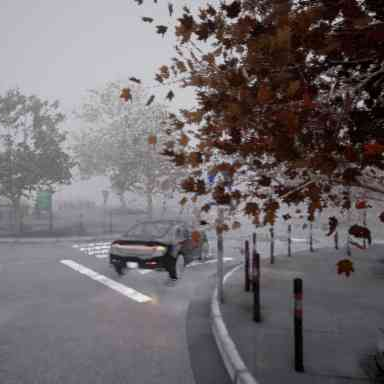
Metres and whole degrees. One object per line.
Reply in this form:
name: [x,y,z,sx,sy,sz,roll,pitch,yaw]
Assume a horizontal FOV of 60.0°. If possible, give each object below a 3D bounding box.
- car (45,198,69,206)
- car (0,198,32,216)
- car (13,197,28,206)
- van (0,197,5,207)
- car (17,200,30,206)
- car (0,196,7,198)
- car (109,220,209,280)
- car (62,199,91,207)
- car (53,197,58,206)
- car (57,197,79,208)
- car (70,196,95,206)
car: [-30.675,2.271,75.519,4.553,1.767,2.185,1,-2,-39]
car: [-18.552,1.686,34.994,2.128,1.511,4.902,0,0,-3]
car: [-37.463,2.073,72.537,2.097,1.767,4.553,1,-2,-39]
van: [-42.316,2.166,70.609,4.442,1.987,1.878,1,-2,-39]
car: [-42.582,2.806,83.917,1.994,1.385,4.181,1,-3,-39]
car: [-31.835,1.692,57.698,5.566,2.045,2.435,1,-2,-40]
car: [-0.818,1.647,10.620,2.128,1.511,4.902,0,-1,16]
car: [-22.950,2.086,66.148,5.008,1.535,2.097,1,-2,-40]
car: [-24.827,1.895,68.388,5.566,2.045,2.435,1,-2,-39]
car: [-21.255,1.970,56.905,2.033,1.411,5.357,1,-1,-28]
car: [-21.039,1.899,63.793,4.553,1.767,2.185,1,-2,-40]
